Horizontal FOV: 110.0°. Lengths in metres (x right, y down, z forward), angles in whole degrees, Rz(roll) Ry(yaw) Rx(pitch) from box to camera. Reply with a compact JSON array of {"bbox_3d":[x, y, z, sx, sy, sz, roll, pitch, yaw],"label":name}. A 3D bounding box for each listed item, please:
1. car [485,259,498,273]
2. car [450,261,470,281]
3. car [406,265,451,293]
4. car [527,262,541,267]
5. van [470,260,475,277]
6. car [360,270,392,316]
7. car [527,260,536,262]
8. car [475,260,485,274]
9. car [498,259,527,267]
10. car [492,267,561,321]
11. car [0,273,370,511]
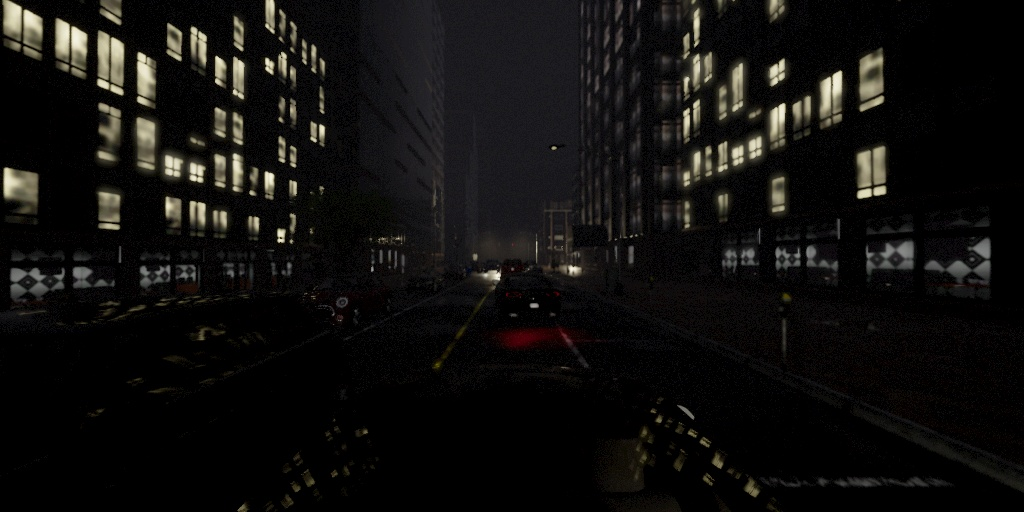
[{"bbox_3d":[-2.827,1.425,51.935,2.150,2.045,5.566,0,-1,0],"label":"car"},{"bbox_3d":[-5.361,1.479,33.619,1.967,1.591,4.097,0,0,0],"label":"car"},{"bbox_3d":[-5.345,1.488,22.502,2.007,1.370,4.403,0,0,0],"label":"car"},{"bbox_3d":[2.511,1.640,39.190,2.007,1.370,4.403,0,0,0],"label":"car"},{"bbox_3d":[-5.370,1.430,39.178,1.690,1.789,3.998,0,0,0],"label":"van"},{"bbox_3d":[-5.328,1.277,11.386,1.967,1.591,4.097,0,0,0],"label":"car"},{"bbox_3d":[2.494,1.506,50.307,2.192,1.841,5.009,0,0,0],"label":"car"},{"bbox_3d":[-5.386,1.506,50.295,2.192,1.841,5.009,0,0,0],"label":"car"},{"bbox_3d":[0.051,1.264,34.082,2.150,2.045,5.566,0,0,0],"label":"car"},{"bbox_3d":[0.413,1.329,13.009,1.882,1.535,5.008,0,0,-6],"label":"car"},{"bbox_3d":[-2.850,1.106,2.194,2.097,1.767,4.553,0,-1,0],"label":"car"}]
